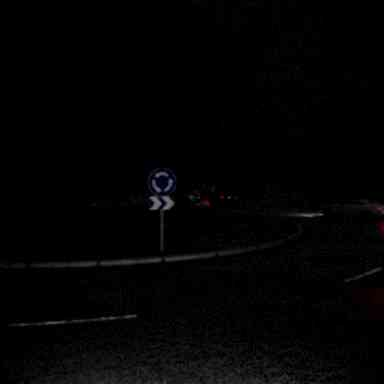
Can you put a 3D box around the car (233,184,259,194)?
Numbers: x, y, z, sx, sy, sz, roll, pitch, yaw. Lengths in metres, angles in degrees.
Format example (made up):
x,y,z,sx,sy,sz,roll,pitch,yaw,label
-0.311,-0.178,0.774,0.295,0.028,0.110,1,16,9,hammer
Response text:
x,y,z,sx,sy,sz,roll,pitch,yaw,label
12.016,-0.716,74.012,5.566,2.045,2.435,0,2,8,car

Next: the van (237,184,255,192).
x,y,z,sx,sy,sz,roll,pitch,yaw,label
13.333,-1.031,81.951,4.442,1.987,1.878,0,3,10,van

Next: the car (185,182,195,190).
x,y,z,sx,sy,sz,roll,pitch,yaw,label
-1.312,-1.328,94.510,2.097,1.535,5.008,0,3,12,car

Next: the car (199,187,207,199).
x,y,z,sx,sy,sz,roll,pitch,yaw,label
2.293,0.374,53.038,1.837,1.490,4.892,0,2,1,car

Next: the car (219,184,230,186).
x,y,z,sx,sy,sz,roll,pitch,yaw,label
7.464,-0.541,76.222,1.837,1.490,4.892,0,2,9,car

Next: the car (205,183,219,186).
x,y,z,sx,sy,sz,roll,pitch,yaw,label
4.398,-0.546,76.009,1.882,1.535,5.008,0,2,9,car

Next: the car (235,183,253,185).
x,y,z,sx,sy,sz,roll,pitch,yaw,label
11.266,-0.370,68.571,4.553,1.767,2.185,0,2,8,car

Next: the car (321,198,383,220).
x,y,z,sx,sy,sz,roll,pitch,yaw,label
11.847,1.194,24.461,1.812,1.442,4.674,-1,1,-39,car

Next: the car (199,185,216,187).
x,y,z,sx,sy,sz,roll,pitch,yaw,label
3.068,-0.132,65.664,1.882,1.535,5.008,0,2,8,car

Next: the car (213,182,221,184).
x,y,z,sx,sy,sz,roll,pitch,yaw,label
6.034,-1.124,86.144,1.837,1.490,4.892,0,3,11,car

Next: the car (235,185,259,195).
x,y,z,sx,sy,sz,roll,pitch,yaw,label
10.849,-0.136,65.854,4.892,1.521,2.231,0,2,8,car

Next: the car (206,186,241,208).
x,y,z,sx,sy,sz,roll,pitch,yaw,label
3.413,0.646,36.417,2.150,2.045,5.566,0,0,-8,car
